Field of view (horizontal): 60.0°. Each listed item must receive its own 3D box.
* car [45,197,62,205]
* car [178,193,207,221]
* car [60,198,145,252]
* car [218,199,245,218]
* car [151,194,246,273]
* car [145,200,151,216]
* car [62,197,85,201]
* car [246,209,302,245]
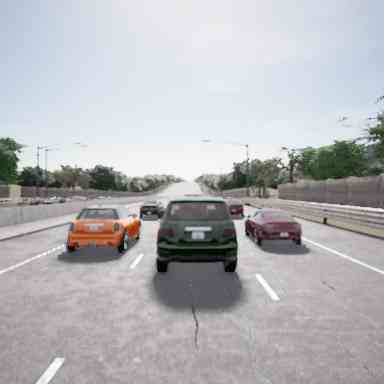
[{"bbox_3d":[-21.079,1.550,52.206,2.033,1.411,5.357,0,0,1],"label":"car"},{"bbox_3d":[0.052,1.153,28.151,2.150,2.045,5.566,0,0,0],"label":"car"},{"bbox_3d":[-3.436,1.300,13.819,2.097,1.767,4.553,0,0,0],"label":"car"},{"bbox_3d":[3.563,1.410,30.580,1.882,1.535,5.008,0,0,0],"label":"car"},{"bbox_3d":[0.072,1.174,10.700,2.150,2.045,5.566,0,-1,-2],"label":"car"},{"bbox_3d":[-3.441,1.436,29.259,1.837,1.490,4.892,0,0,0],"label":"car"},{"bbox_3d":[-17.600,1.476,51.077,1.882,1.535,5.008,0,0,0],"label":"car"},{"bbox_3d":[3.566,1.471,15.108,1.812,1.442,4.674,0,0,0],"label":"car"}]
